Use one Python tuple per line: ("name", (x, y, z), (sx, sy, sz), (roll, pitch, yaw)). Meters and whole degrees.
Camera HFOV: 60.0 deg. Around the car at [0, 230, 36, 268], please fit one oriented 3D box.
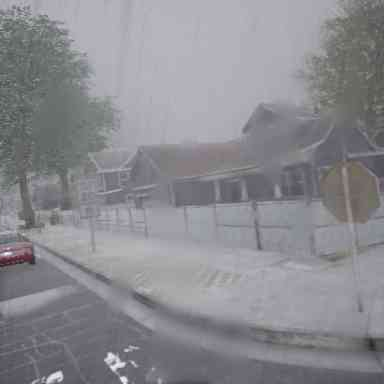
("car", (-7.850, 2.353, 13.914), (1.994, 1.385, 4.181), (-8, 1, -32))
